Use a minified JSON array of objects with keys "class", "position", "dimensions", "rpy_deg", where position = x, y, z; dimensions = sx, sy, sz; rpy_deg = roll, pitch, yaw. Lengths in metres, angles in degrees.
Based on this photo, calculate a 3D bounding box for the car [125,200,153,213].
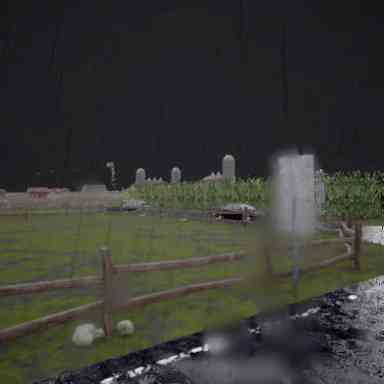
[{"class":"car","position":[-6.573,1.760,40.821],"dimensions":[2.128,1.511,4.902],"rpy_deg":[-1,0,-35]}]

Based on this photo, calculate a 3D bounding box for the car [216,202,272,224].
[{"class":"car","position":[3.939,1.596,26.010],"dimensions":[1.882,1.535,5.008],"rpy_deg":[-1,0,-35]}]
